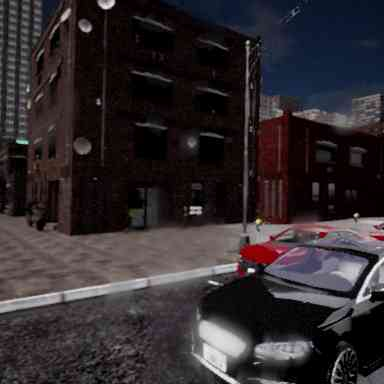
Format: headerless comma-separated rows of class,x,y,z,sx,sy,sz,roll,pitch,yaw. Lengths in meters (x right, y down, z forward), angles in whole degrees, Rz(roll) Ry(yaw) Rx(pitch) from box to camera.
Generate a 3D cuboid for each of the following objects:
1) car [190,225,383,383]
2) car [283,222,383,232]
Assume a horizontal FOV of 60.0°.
car,2.243,1.513,4.970,4.902,1.511,2.128,0,0,-35
car,3.206,1.581,8.923,4.507,1.381,1.887,0,1,-35
